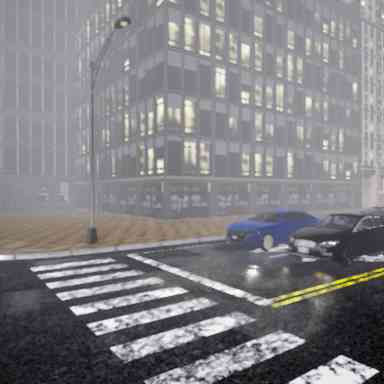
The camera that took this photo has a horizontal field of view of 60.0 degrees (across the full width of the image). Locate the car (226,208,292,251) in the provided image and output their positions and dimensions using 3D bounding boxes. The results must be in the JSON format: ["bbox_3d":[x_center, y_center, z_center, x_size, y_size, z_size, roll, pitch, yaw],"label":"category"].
[{"bbox_3d":[3.682,1.481,14.299,5.008,1.535,1.882,0,0,-35],"label":"car"}]

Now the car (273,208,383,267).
[{"bbox_3d":[5.369,1.496,11.506,4.902,1.511,2.128,0,0,-36],"label":"car"}]
